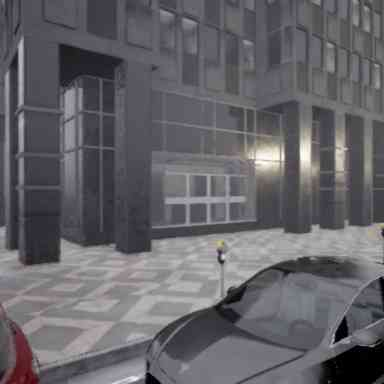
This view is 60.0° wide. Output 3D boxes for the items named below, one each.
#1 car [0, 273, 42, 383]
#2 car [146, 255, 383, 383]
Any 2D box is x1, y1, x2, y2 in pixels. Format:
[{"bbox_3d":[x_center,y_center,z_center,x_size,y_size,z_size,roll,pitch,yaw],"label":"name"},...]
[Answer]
[{"bbox_3d":[-3.017,1.306,0.829,5.009,1.841,2.192,0,0,-35],"label":"car"},{"bbox_3d":[1.551,1.562,4.071,4.313,1.339,1.947,0,0,-35],"label":"car"}]
